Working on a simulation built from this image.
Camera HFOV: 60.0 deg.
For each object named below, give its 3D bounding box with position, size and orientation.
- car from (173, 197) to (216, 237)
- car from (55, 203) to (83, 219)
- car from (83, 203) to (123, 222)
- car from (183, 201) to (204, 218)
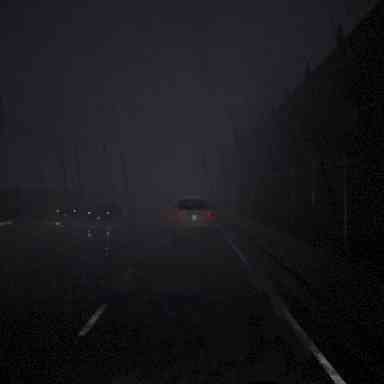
[{"bbox_3d":[0.113,1.264,18.363,2.150,2.045,5.566,0,0,0],"label":"car"},{"bbox_3d":[-10.515,1.667,29.991,1.895,1.301,4.718,0,0,1],"label":"car"},{"bbox_3d":[-7.037,1.661,27.275,1.895,1.301,4.718,0,0,0],"label":"car"},{"bbox_3d":[0.121,1.596,31.764,1.812,1.442,4.674,0,0,0],"label":"car"}]
